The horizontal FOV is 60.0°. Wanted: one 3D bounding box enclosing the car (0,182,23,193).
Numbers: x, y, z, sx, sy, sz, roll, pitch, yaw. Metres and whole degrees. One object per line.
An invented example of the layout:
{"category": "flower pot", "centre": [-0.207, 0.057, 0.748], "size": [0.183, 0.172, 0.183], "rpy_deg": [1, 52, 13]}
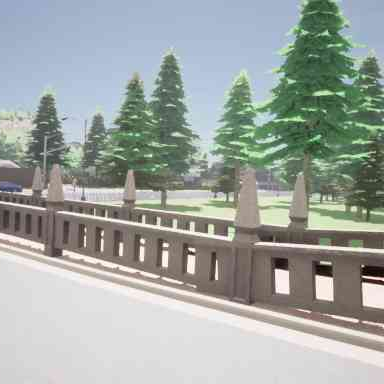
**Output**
{"category": "car", "centre": [-21.375, -0.399, 36.976], "size": [1.812, 1.442, 4.674], "rpy_deg": [4, 2, 37]}
